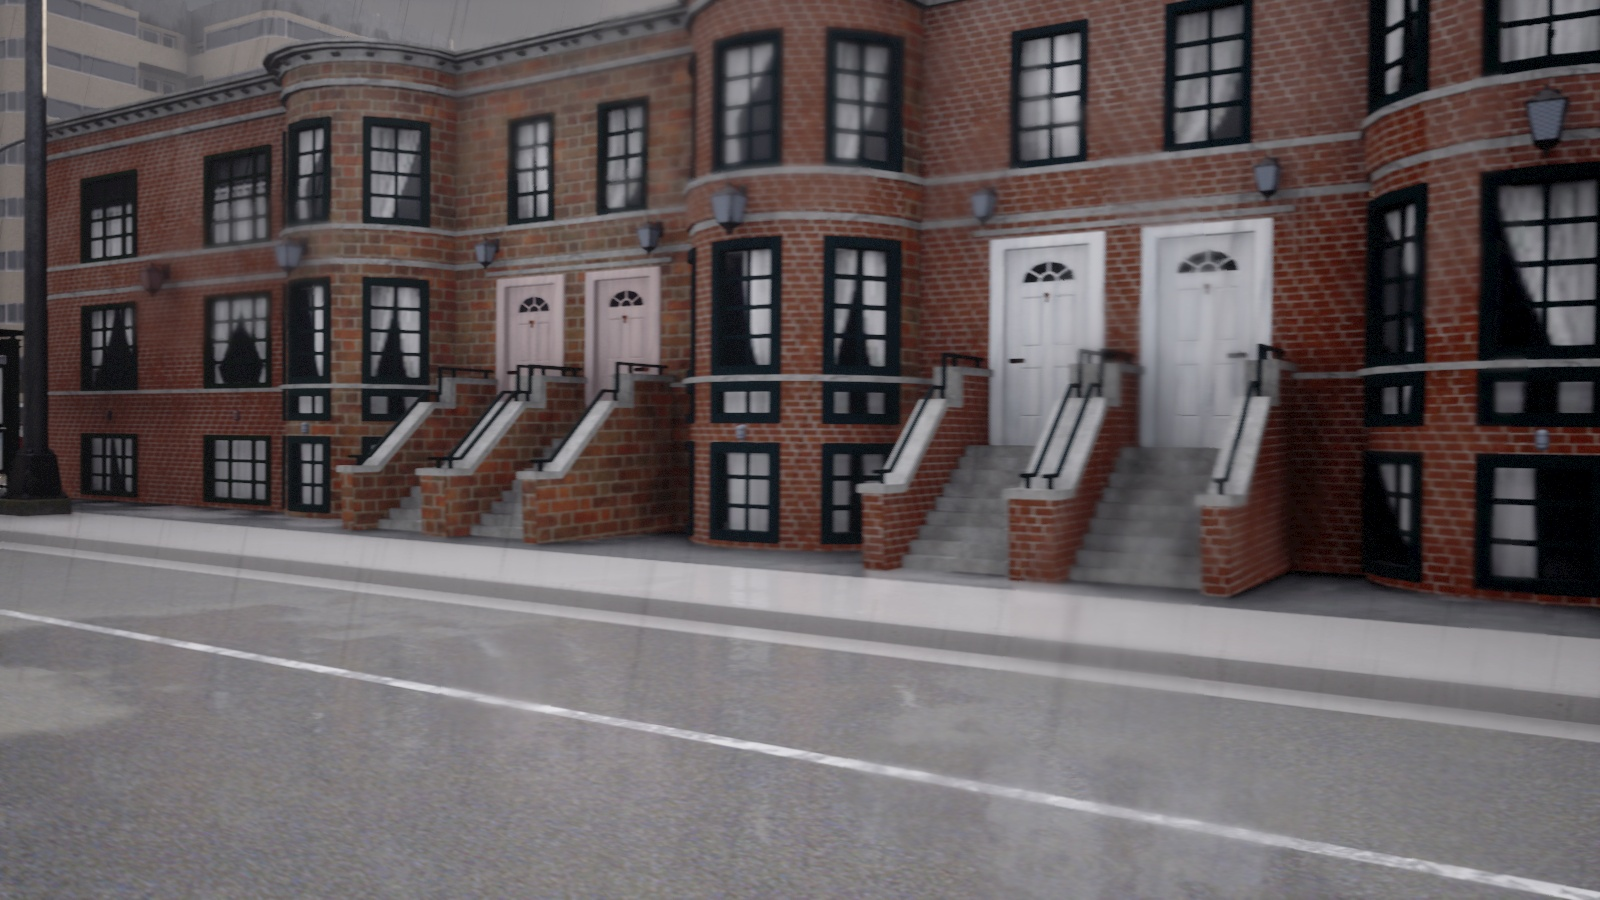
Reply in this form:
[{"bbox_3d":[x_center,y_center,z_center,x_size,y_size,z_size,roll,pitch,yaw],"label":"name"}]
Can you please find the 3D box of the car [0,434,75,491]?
[{"bbox_3d":[-24.192,0.381,36.601,2.033,1.649,4.856,0,1,33],"label":"car"}]
